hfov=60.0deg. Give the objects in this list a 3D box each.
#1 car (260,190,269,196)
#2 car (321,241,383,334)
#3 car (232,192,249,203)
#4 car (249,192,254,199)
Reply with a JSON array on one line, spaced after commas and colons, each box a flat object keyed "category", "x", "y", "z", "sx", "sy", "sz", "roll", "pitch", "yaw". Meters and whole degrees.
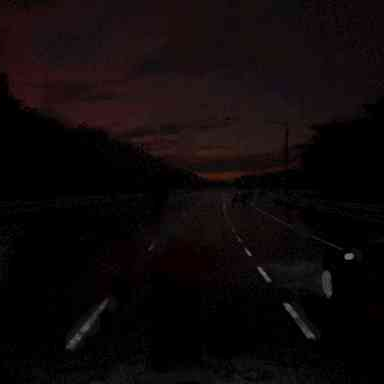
[{"category": "car", "x": 20.206, "y": 0.342, "z": 92.458, "sx": 1.837, "sy": 1.490, "sz": 4.892, "roll": 0, "pitch": 1, "yaw": 24}, {"category": "car", "x": 3.544, "y": 1.407, "z": 4.877, "sx": 1.882, "sy": 1.535, "sz": 5.008, "roll": 0, "pitch": 1, "yaw": 1}, {"category": "car", "x": 7.081, "y": 0.899, "z": 49.811, "sx": 2.033, "sy": 1.411, "sz": 5.357, "roll": 0, "pitch": 1, "yaw": 12}, {"category": "car", "x": 11.630, "y": 0.663, "z": 69.096, "sx": 2.033, "sy": 1.411, "sz": 5.357, "roll": 0, "pitch": 1, "yaw": 17}]
